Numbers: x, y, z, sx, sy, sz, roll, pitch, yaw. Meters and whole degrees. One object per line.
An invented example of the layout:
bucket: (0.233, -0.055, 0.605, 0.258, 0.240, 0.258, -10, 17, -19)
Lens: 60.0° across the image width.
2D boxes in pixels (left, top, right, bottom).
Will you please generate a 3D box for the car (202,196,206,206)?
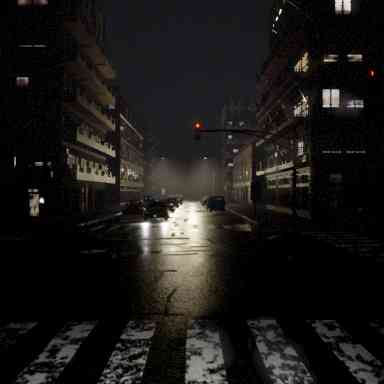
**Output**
car: (2.701, 1.533, 43.077, 1.887, 1.381, 4.507, 0, 0, 0)

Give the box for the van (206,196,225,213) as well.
van: (2.730, 1.331, 36.873, 1.690, 1.788, 3.998, 0, 0, 0)

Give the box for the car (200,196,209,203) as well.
car: (2.632, 1.520, 70.983, 1.887, 1.381, 4.507, 0, 0, 0)

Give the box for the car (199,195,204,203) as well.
car: (2.619, 1.550, 54.239, 1.947, 1.339, 4.313, 0, 0, 0)

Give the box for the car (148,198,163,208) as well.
car: (-5.317, 1.568, 48.665, 1.802, 1.307, 4.206, 0, 0, 0)

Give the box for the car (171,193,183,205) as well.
car: (-2.747, 1.204, 57.591, 2.150, 2.045, 5.566, 0, 0, 1)

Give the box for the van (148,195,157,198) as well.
van: (-5.369, 1.329, 43.084, 1.690, 1.788, 3.998, 0, 0, 0)

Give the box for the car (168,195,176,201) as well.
car: (-5.233, 1.512, 87.735, 2.008, 1.369, 4.403, 0, 0, 0)

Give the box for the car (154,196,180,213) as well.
car: (-2.814, 1.537, 37.036, 2.033, 1.411, 5.357, 0, 0, 0)

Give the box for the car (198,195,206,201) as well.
car: (2.648, 1.527, 87.728, 1.947, 1.339, 4.313, 0, 0, 0)

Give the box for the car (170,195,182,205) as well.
car: (-2.795, 1.512, 46.948, 1.812, 1.442, 4.674, 0, 0, 0)

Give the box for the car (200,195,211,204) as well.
car: (2.627, 1.419, 65.401, 1.967, 1.590, 4.097, 0, 0, 0)

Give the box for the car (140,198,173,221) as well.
car: (-2.812, 1.519, 27.390, 1.812, 1.442, 4.674, 0, 0, -1)

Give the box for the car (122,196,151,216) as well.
car: (-5.414, 1.432, 31.920, 1.967, 1.590, 4.097, 0, 0, 0)

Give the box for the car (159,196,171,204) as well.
car: (-5.253, 1.523, 65.409, 1.887, 1.381, 4.507, 0, 0, 0)
